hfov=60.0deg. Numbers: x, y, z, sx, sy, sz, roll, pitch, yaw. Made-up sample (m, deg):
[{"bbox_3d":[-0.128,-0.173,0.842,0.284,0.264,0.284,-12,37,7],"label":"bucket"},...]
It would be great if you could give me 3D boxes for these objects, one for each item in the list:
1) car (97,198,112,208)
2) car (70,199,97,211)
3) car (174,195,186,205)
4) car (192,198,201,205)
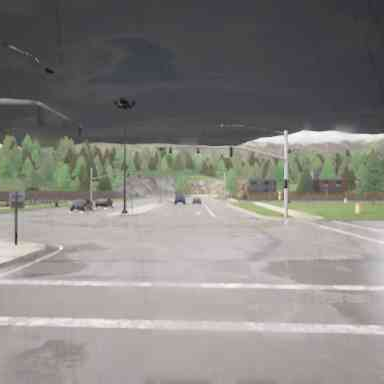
[{"bbox_3d":[-14.387,1.755,54.455,1.882,1.535,5.008,0,0,1],"label":"car"},{"bbox_3d":[-14.555,1.729,44.028,1.837,1.490,4.892,0,0,1],"label":"car"},{"bbox_3d":[-2.514,1.580,70.180,2.150,2.045,5.566,0,0,1],"label":"car"},{"bbox_3d":[0.998,1.902,69.670,2.033,1.411,5.357,0,0,1],"label":"car"}]
